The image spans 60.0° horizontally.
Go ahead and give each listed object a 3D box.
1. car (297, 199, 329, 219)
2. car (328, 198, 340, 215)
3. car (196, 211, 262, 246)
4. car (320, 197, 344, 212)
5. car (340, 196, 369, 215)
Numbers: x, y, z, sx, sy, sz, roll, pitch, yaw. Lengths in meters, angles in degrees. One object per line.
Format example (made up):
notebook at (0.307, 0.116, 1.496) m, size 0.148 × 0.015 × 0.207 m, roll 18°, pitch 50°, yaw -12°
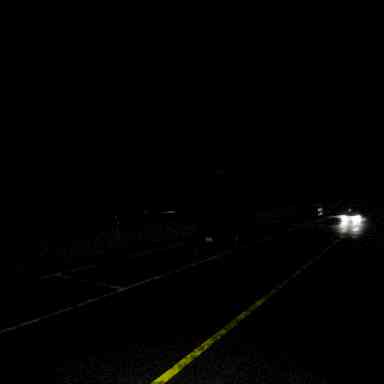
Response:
car at (10.605, 1.583, 29.463) m, size 1.802 × 1.307 × 4.206 m, roll 0°, pitch 0°, yaw 32°
car at (13.526, 1.567, 34.153) m, size 1.947 × 1.339 × 4.313 m, roll 0°, pitch 0°, yaw 32°
car at (1.844, 1.566, 15.392) m, size 1.947 × 1.339 × 4.313 m, roll 0°, pitch 0°, yaw 32°
car at (16.446, 1.442, 38.843) m, size 1.967 × 1.590 × 4.097 m, roll 0°, pitch 0°, yaw 32°
car at (16.257, 1.494, 33.624) m, size 2.128 × 1.511 × 4.902 m, roll 0°, pitch 0°, yaw 32°
